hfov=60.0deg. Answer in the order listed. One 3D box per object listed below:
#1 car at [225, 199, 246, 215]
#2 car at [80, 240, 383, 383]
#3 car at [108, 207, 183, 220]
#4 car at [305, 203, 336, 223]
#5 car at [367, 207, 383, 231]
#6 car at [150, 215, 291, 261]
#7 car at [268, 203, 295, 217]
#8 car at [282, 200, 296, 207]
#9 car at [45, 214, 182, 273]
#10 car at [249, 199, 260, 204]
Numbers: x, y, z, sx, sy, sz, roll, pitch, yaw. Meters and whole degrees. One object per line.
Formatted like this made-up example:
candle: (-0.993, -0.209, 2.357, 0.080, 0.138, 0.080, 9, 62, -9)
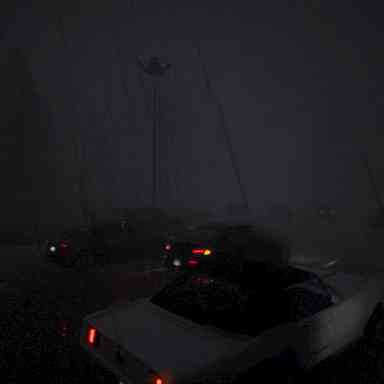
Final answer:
car: (5.180, 1.927, 40.293, 1.882, 1.535, 5.008, 1, -1, -2)
car: (1.061, 1.656, 4.686, 4.718, 1.301, 1.895, 1, -1, -40)
car: (-2.286, 1.524, 16.753, 2.097, 1.767, 4.553, -1, -1, 41)
car: (11.127, 1.702, 29.140, 2.097, 1.767, 4.553, 0, -1, 14)
car: (13.103, 1.763, 22.365, 1.882, 1.535, 5.008, 1, 0, 20)
car: (1.213, 1.639, 10.135, 1.812, 1.442, 4.674, 0, 0, 44)
car: (7.955, 1.953, 30.301, 1.895, 1.301, 4.718, 0, -1, 12)
car: (18.663, 2.282, 64.619, 1.812, 1.442, 4.674, 0, -1, -4)
car: (-2.660, 1.677, 11.237, 4.181, 1.385, 1.994, 1, -1, -43)
car: (15.899, 2.401, 85.232, 1.895, 1.301, 4.718, 0, -1, -4)
